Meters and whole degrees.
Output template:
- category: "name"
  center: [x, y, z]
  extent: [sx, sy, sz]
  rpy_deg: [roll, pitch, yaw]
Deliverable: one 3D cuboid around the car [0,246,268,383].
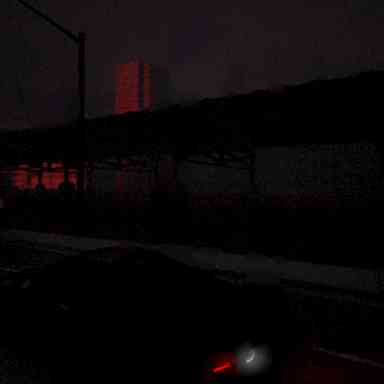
- category: "car"
  center: [-1.242, 1.545, 4.833]
  extent: [4.674, 1.442, 1.812]
  rpy_deg: [0, 0, 36]
